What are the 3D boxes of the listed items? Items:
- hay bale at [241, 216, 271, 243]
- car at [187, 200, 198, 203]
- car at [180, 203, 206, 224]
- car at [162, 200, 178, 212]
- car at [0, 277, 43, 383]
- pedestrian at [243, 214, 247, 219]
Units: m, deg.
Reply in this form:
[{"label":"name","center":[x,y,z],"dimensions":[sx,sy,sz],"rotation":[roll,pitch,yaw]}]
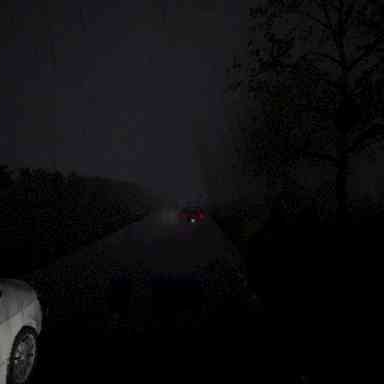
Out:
[{"label":"hay bale","center":[3.112,1.793,16.218],"dimensions":[1.220,1.180,1.240],"rotation":[0,0,0]},{"label":"car","center":[0.061,1.814,42.257],"dimensions":[1.882,1.535,5.008],"rotation":[0,-1,0]},{"label":"car","center":[0.072,1.821,26.597],"dimensions":[1.895,1.301,4.718],"rotation":[0,0,0]},{"label":"car","center":[-2.886,1.848,45.029],"dimensions":[2.128,1.511,4.902],"rotation":[0,0,0]},{"label":"car","center":[-2.853,1.550,2.619],"dimensions":[1.812,1.442,4.674],"rotation":[0,-1,0]},{"label":"pedestrian","center":[2.806,1.725,17.339],"dimensions":[0.375,1.300,0.375],"rotation":[0,0,0]}]
